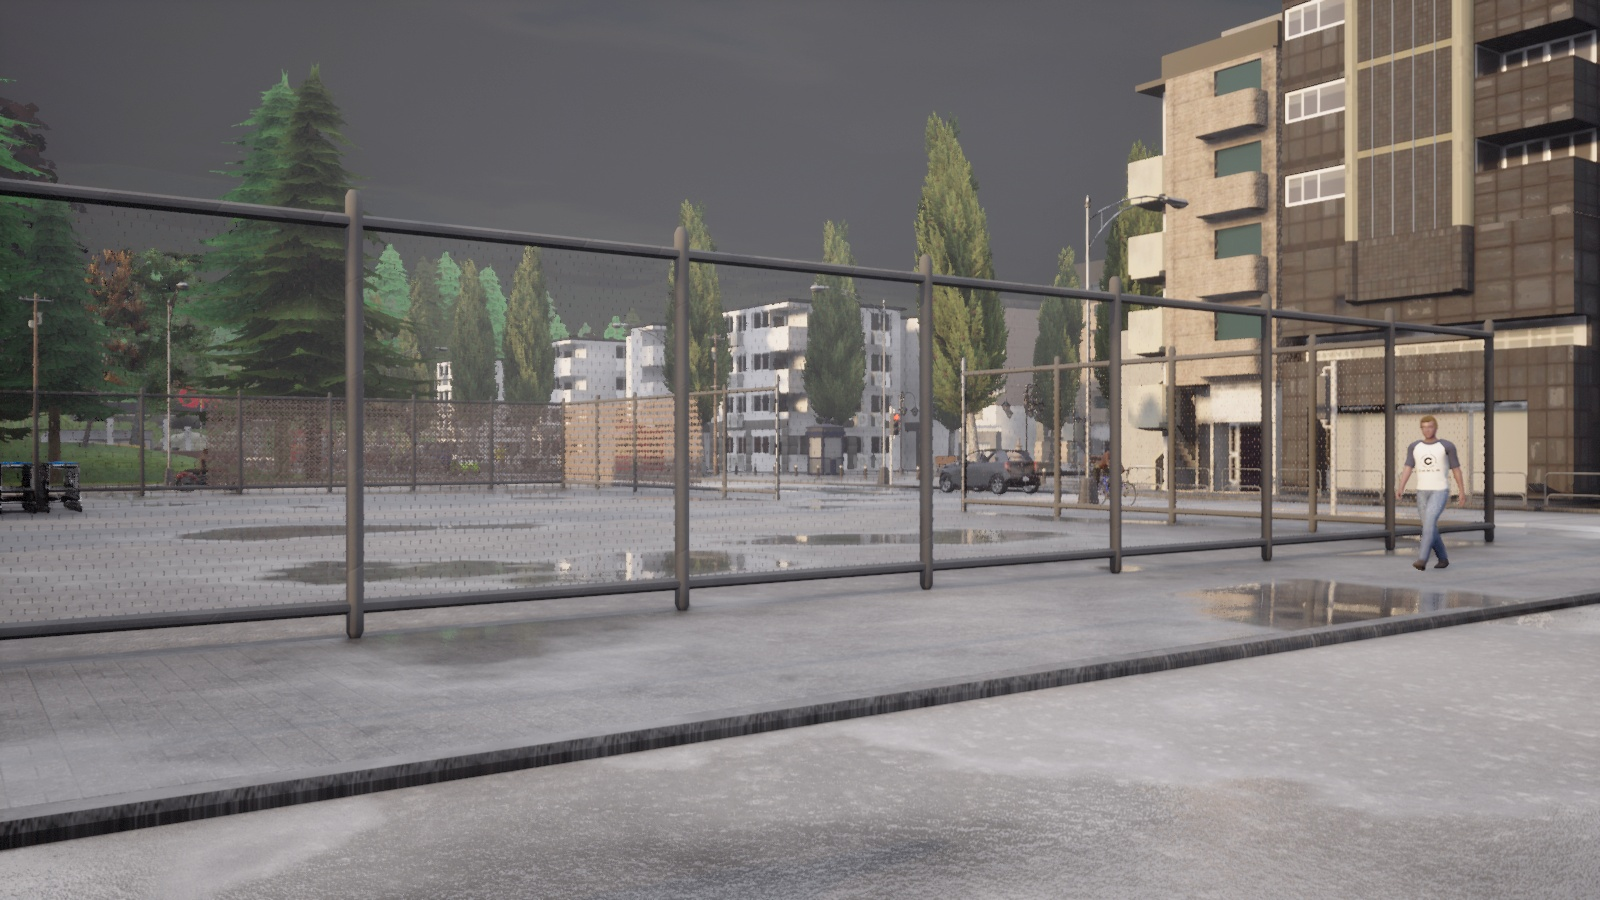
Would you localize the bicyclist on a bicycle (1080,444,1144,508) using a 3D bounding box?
[{"bbox_3d":[8.080,0.657,32.576,0.582,1.620,1.656,0,0,-35],"label":"bicyclist on a bicycle"}]

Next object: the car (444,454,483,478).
[{"bbox_3d":[-19.346,0.914,72.101,1.481,1.376,2.207,0,0,-34],"label":"car"}]

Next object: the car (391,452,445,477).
[{"bbox_3d":[-24.002,0.891,78.792,1.837,1.490,4.892,0,0,-35],"label":"car"}]

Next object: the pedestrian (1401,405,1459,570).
[{"bbox_3d":[7.189,0.417,14.320,0.706,1.836,0.354,0,0,-43],"label":"pedestrian"}]

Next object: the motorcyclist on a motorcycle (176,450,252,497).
[{"bbox_3d":[-20.937,0.816,44.870,2.350,1.649,0.766,0,0,-35],"label":"motorcyclist on a motorcycle"}]

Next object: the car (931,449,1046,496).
[{"bbox_3d":[6.283,0.729,42.171,1.845,1.501,3.633,0,0,-35],"label":"car"}]

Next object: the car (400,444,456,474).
[{"bbox_3d":[-26.564,0.620,89.522,2.150,2.045,5.566,0,0,-35],"label":"car"}]
